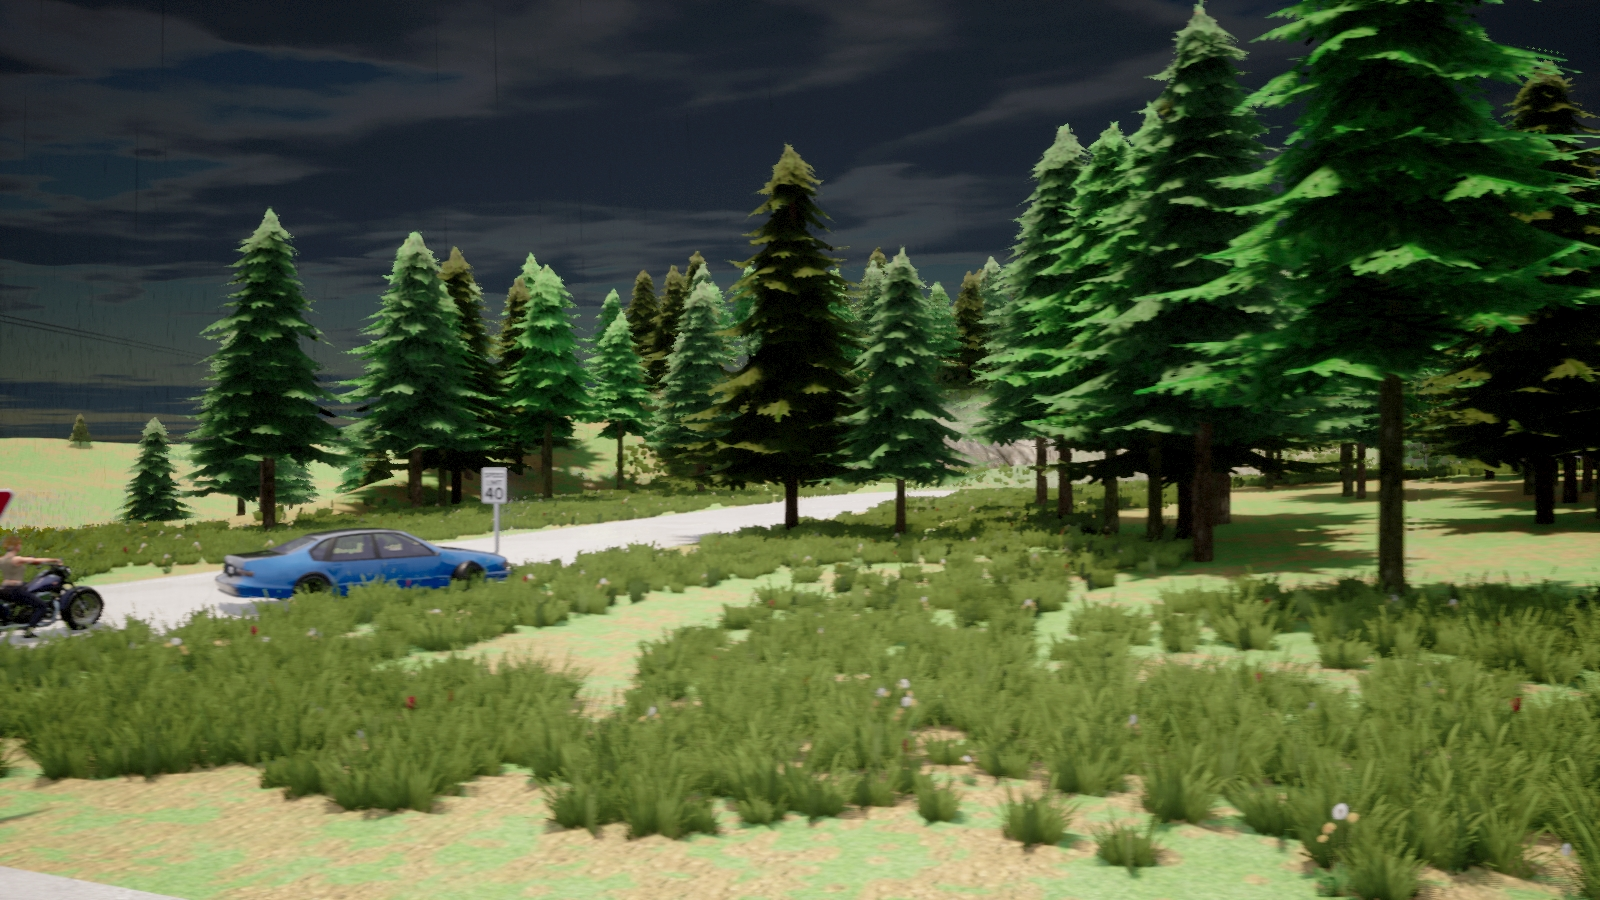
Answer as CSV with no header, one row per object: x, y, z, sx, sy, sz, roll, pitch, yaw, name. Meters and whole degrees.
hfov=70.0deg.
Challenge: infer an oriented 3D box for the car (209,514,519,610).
-8.492,2.106,22.572,5.357,1.411,2.033,0,0,-39,car
